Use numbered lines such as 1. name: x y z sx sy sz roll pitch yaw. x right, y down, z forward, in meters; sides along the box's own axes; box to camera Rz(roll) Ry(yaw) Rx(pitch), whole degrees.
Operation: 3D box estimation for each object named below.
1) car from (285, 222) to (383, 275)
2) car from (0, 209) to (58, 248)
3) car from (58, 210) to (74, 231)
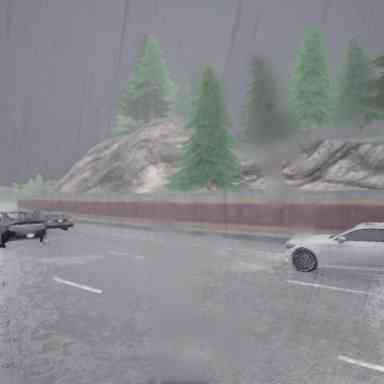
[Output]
1. car: 4.935 1.567 9.170 4.674 1.442 1.812 -1 -1 36
2. car: -8.760 1.691 15.998 4.902 1.511 2.128 -1 -1 42
3. car: -9.627 1.801 21.618 5.357 1.411 2.033 -1 -1 45
